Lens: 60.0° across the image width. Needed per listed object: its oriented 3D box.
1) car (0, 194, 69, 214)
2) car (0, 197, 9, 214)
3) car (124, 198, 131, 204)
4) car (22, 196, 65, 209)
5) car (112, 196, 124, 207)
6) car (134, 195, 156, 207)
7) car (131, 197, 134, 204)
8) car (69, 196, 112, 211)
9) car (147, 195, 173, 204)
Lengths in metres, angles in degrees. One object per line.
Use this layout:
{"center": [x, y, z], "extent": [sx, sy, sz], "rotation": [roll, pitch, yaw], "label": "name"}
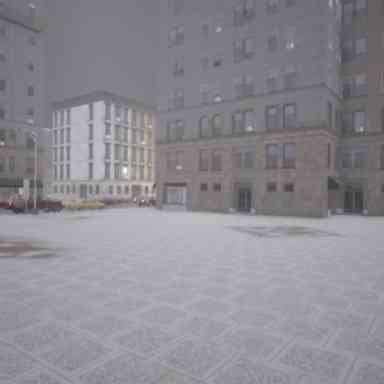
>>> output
{"center": [-14.756, 1.120, 31.491], "extent": [2.192, 1.841, 5.009], "rotation": [1, 0, 36], "label": "car"}
{"center": [-17.939, 1.353, 27.117], "extent": [2.008, 1.369, 4.403], "rotation": [1, 0, 36], "label": "car"}
{"center": [-11.707, 1.259, 49.337], "extent": [1.887, 1.381, 4.507], "rotation": [1, 0, 36], "label": "car"}
{"center": [-18.068, 1.260, 40.587], "extent": [2.008, 1.369, 4.403], "rotation": [1, 0, 36], "label": "car"}
{"center": [-11.905, 1.344, 44.742], "extent": [1.895, 1.301, 4.718], "rotation": [1, 0, 36], "label": "car"}
{"center": [-5.215, 1.251, 44.618], "extent": [1.967, 1.590, 4.097], "rotation": [1, 0, 36], "label": "car"}
{"center": [-8.525, 1.157, 53.712], "extent": [1.967, 1.590, 4.097], "rotation": [1, 0, 36], "label": "car"}
{"center": [-11.477, 1.332, 36.005], "extent": [1.752, 1.417, 4.829], "rotation": [1, 0, 36], "label": "car"}
{"center": [-5.445, 1.244, 57.950], "extent": [1.752, 1.417, 4.829], "rotation": [1, 0, 36], "label": "car"}
